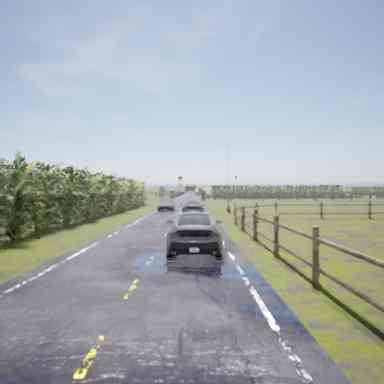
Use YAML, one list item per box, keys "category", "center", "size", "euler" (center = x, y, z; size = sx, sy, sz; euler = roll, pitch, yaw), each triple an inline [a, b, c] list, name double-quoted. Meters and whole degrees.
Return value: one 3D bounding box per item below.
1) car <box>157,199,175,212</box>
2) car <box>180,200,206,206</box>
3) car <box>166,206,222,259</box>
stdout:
- category: "car"
  center: [-2.850, 1.470, 37.903]
  size: [2.033, 1.411, 5.357]
  euler: [0, 0, 0]
- category: "car"
  center: [0.084, 1.449, 28.530]
  size: [1.837, 1.490, 4.892]
  euler: [0, 0, 0]
- category: "car"
  center: [0.082, 1.484, 12.468]
  size: [1.837, 1.490, 4.892]
  euler: [0, 0, 0]
